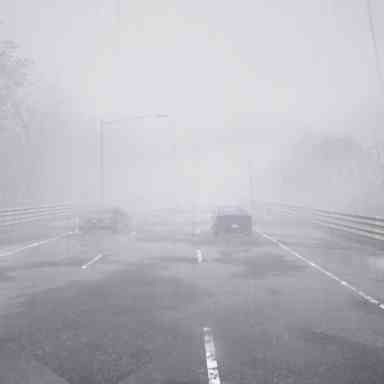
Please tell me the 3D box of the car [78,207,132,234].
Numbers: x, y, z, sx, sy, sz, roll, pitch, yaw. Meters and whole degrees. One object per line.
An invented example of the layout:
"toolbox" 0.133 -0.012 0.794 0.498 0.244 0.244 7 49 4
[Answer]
"car" -4.901 1.555 19.390 2.033 1.411 5.357 0 0 1

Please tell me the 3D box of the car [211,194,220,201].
"car" 5.953 1.437 86.310 2.097 1.767 4.553 0 0 6

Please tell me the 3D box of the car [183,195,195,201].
"car" -1.132 1.621 85.775 2.033 1.411 5.357 0 0 6

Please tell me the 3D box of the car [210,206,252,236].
"car" 2.089 1.484 18.400 1.882 1.535 5.008 0 0 1

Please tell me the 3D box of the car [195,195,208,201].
"car" 2.397 1.676 85.897 1.895 1.301 4.718 0 0 6
